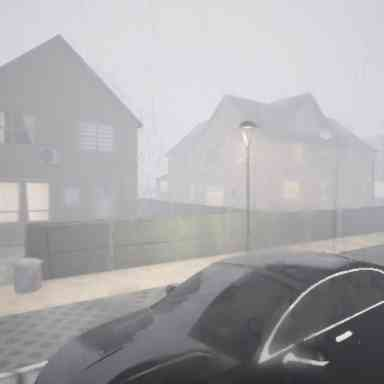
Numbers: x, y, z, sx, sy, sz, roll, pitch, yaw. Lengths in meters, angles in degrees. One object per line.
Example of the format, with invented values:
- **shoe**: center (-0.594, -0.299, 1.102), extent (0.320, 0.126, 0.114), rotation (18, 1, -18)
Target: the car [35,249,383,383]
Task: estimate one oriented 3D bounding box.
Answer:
- **car**: center (0.895, 1.504, 3.710), extent (4.892, 1.490, 1.837), rotation (0, 0, -35)
